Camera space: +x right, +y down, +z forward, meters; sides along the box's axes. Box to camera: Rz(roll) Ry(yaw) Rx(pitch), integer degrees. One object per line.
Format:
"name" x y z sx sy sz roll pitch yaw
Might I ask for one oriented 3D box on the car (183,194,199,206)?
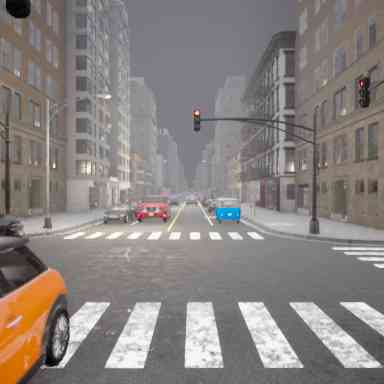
"car" -0.023 1.526 54.681 2.033 1.411 5.357 0 0 0

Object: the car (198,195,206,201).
"car" 2.602 1.513 87.463 1.947 1.339 4.313 0 0 0

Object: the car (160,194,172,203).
"car" -5.416 1.278 70.411 2.192 1.841 5.009 0 0 0

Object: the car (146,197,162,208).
"car" -5.407 1.510 47.514 1.752 1.417 4.829 0 0 0

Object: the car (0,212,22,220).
"car" -9.469 1.455 13.358 4.892 1.490 1.837 1 2 -11

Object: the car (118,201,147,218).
"car" -5.401 1.537 30.638 1.887 1.381 4.507 0 0 0

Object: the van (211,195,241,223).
"van" 2.626 1.335 24.969 1.690 1.788 3.998 0 0 0

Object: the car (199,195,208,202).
"car" 2.607 1.509 76.100 2.008 1.369 4.403 0 0 0

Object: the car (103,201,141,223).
"car" -5.399 1.544 24.957 2.008 1.369 4.403 0 0 0

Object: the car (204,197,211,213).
"car" 2.622 1.573 36.331 1.802 1.307 4.206 0 0 0

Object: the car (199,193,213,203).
"car" 2.616 1.294 53.375 2.192 1.841 5.009 0 0 0

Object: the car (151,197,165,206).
"car" -5.409 1.545 53.366 1.947 1.339 4.313 0 0 0

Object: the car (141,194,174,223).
"car" -2.862 1.215 26.066 2.150 2.045 5.566 0 0 0

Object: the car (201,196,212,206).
"car" 2.618 1.567 47.694 1.802 1.307 4.206 0 0 0

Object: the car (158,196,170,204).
"car" -5.414 1.535 64.730 1.947 1.339 4.313 0 0 0

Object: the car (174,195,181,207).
"car" -2.849 1.584 49.410 1.895 1.301 4.718 0 0 0

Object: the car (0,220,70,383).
"car" -2.752 1.350 2.756 2.097 1.767 4.553 0 0 0

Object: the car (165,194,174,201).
"car" -5.421 1.393 81.775 1.967 1.590 4.097 0 0 0
